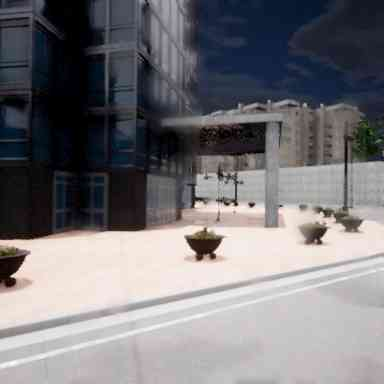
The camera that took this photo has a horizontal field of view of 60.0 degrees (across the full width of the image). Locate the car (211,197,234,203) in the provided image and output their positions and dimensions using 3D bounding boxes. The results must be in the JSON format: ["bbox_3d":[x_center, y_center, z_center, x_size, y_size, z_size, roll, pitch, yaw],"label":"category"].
[{"bbox_3d":[7.748,2.106,85.720,1.837,1.490,4.892,1,0,-34],"label":"car"}]

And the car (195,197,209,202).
[{"bbox_3d":[1.863,2.028,94.316,1.882,1.535,5.008,1,0,-34],"label":"car"}]
